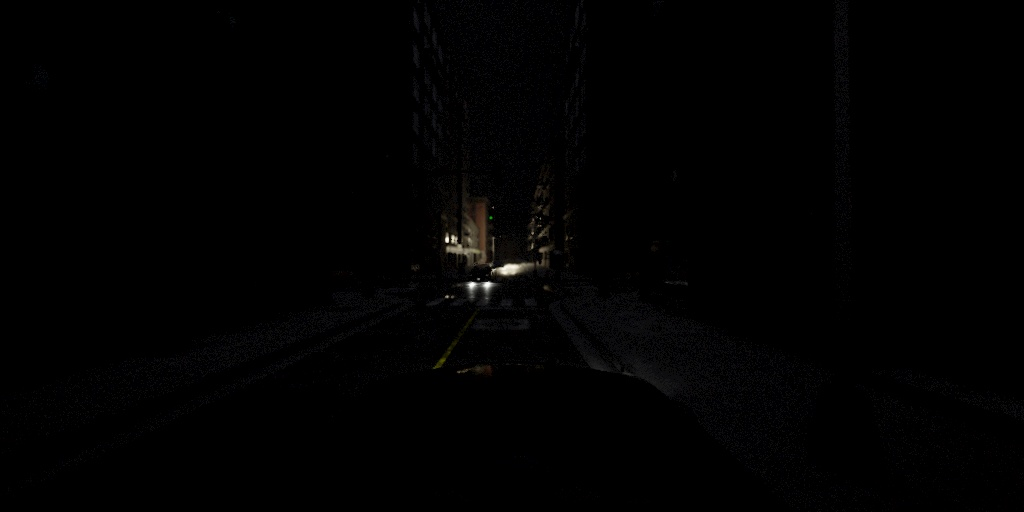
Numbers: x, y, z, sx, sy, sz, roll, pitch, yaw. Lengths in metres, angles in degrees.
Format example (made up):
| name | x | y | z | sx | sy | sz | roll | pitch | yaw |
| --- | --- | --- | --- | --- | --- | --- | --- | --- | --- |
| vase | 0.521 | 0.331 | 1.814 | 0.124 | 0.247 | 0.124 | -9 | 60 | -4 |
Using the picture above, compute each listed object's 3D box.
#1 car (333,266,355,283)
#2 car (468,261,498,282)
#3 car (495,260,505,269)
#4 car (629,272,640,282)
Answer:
| name | x | y | z | sx | sy | sz | roll | pitch | yaw |
| --- | --- | --- | --- | --- | --- | --- | --- | --- | --- |
| car | -15.076 | 1.371 | 28.465 | 4.829 | 1.417 | 1.751 | 0 | 0 | 0 |
| car | -2.569 | 1.419 | 30.441 | 2.033 | 1.411 | 5.357 | 0 | 0 | 0 |
| car | -2.343 | 1.469 | 63.123 | 1.882 | 1.535 | 5.008 | 0 | 1 | 0 |
| car | 11.807 | 1.403 | 28.246 | 4.829 | 1.417 | 1.751 | 0 | 0 | 0 |
